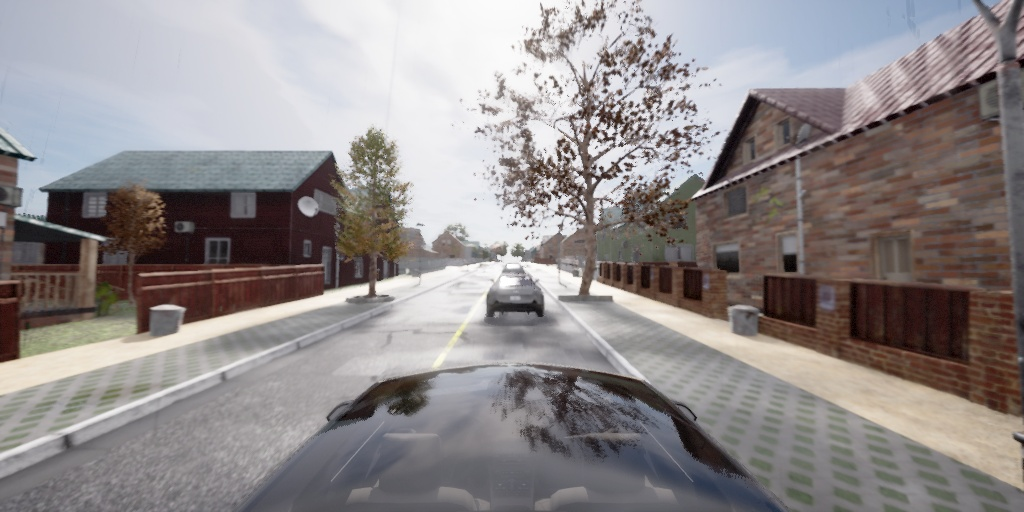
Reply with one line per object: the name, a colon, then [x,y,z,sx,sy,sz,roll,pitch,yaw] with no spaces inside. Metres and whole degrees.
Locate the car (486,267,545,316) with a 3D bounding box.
car: [0.105,1.294,13.277,1.994,1.385,4.181,0,0,0]

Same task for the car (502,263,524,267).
car: [0.112,1.275,30.603,1.994,1.385,4.181,0,0,0]
